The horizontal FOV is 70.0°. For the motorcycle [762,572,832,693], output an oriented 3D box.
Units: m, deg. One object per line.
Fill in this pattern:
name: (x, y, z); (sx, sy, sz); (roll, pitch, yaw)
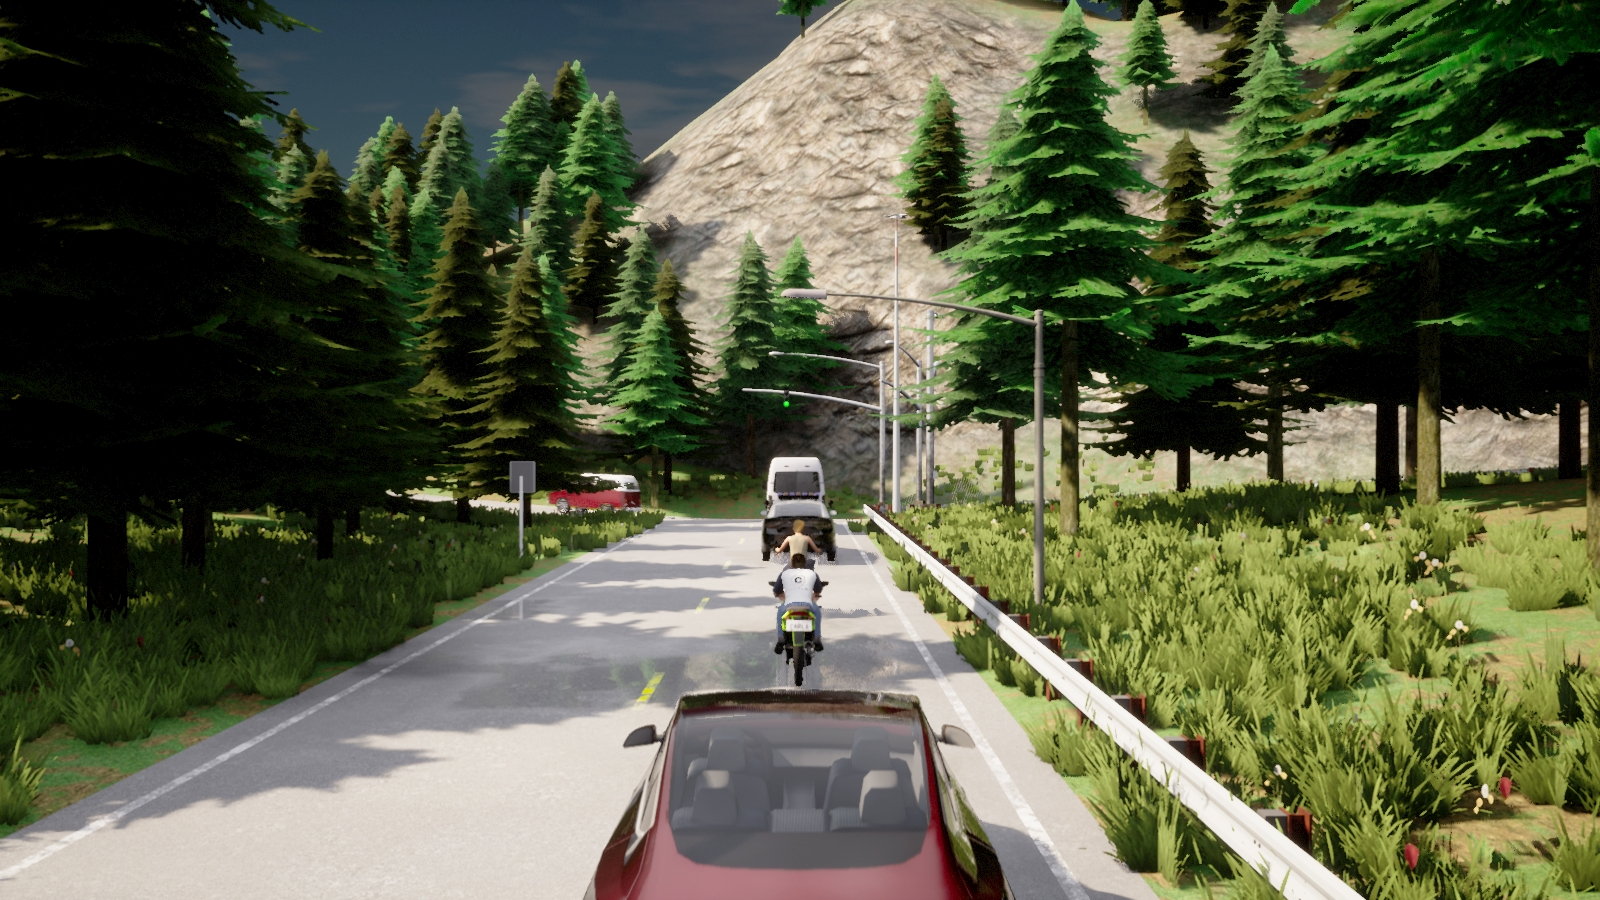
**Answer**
motorcycle: (-0.036, 2.220, 14.235); (0.803, 1.145, 2.033); (0, 1, 0)

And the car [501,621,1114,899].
car: (0.024, 2.066, 6.430); (2.163, 1.488, 4.792); (0, 0, 0)

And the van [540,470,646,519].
van: (-9.929, 2.125, 54.808); (4.480, 2.038, 2.069); (3, -1, 23)

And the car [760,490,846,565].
car: (0.071, 1.994, 30.648); (2.097, 1.638, 5.238); (0, 0, 0)

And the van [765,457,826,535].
van: (-0.242, 1.550, 41.172); (1.988, 2.561, 5.915); (0, 0, -3)
